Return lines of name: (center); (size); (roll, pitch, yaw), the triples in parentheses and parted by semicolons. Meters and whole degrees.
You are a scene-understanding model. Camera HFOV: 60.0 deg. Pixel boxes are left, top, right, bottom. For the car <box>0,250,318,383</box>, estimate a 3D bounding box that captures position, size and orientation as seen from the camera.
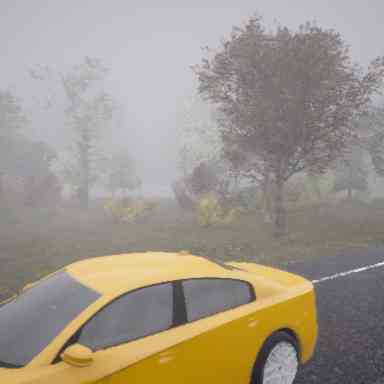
car: (-0.772, 1.452, 3.449); (5.008, 1.535, 1.882); (0, 0, -35)
